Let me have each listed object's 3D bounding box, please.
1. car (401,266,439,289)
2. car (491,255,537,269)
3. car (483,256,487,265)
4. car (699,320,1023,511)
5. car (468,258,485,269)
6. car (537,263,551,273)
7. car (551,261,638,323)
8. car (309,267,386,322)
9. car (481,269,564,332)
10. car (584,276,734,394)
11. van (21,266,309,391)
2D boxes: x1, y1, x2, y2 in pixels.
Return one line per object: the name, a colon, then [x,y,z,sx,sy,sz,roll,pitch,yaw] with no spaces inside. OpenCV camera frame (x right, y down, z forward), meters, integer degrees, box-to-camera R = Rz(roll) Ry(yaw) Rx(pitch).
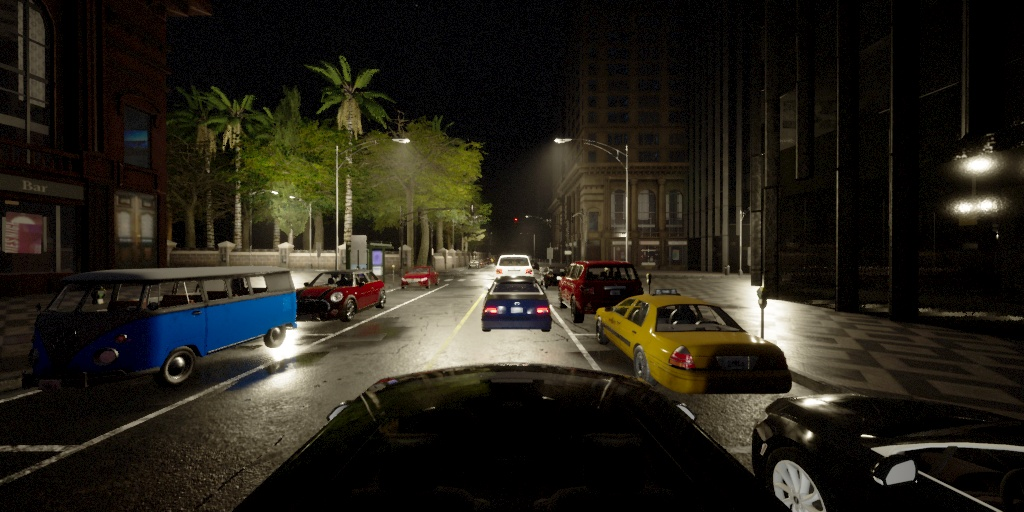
car: [-5.752,1.327,22.845,1.802,1.307,4.207,0,0,0]
car: [0.111,0.968,21.365,2.150,2.045,5.566,0,0,0]
car: [-5.731,1.160,60.125,1.967,1.591,4.097,0,0,0]
car: [2.762,1.300,1.122,2.007,1.370,4.403,0,0,0]
car: [-5.734,1.275,54.705,2.007,1.370,4.403,0,0,0]
car: [2.774,1.311,22.823,1.948,1.339,4.313,0,0,0]
car: [2.768,1.063,11.972,2.192,1.841,5.009,0,0,0]
car: [-5.757,1.188,11.993,1.967,1.591,4.097,0,0,0]
car: [0.108,1.296,10.793,2.033,1.411,5.357,0,0,0]
car: [2.765,1.275,6.717,1.751,1.417,4.829,0,0,0]
van: [-5.760,1.090,6.566,1.690,1.789,3.998,0,0,0]
